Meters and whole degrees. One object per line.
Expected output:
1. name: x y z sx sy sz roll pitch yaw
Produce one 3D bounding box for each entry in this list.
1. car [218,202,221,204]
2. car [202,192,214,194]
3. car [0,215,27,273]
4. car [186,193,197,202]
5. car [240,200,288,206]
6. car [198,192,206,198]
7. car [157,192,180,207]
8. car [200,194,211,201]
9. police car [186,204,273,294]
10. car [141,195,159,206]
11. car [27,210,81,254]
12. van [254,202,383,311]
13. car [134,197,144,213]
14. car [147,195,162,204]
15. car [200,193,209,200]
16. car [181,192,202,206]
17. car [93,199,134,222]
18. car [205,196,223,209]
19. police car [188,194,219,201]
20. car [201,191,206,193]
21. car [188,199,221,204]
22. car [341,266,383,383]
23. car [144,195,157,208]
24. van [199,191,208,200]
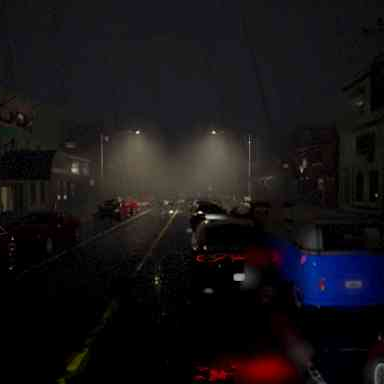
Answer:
1. car: 2.651 1.426 18.448 1.802 1.307 4.206 -1 0 0
2. car: 2.597 1.133 46.358 1.752 1.417 4.829 -1 0 0
3. car: -5.708 1.378 7.332 1.967 1.590 4.097 -1 0 0
4. car: -0.120 0.968 60.241 1.882 1.535 5.008 0 0 0
5. car: 2.660 1.205 12.898 2.192 1.841 5.009 -1 0 0
6. car: 2.518 0.803 85.195 1.752 1.417 4.829 -1 0 0
7. car: -3.121 1.128 43.141 2.128 1.511 4.902 0 0 0
8. car: 2.563 1.050 62.833 1.802 1.307 4.206 -1 0 0
9. police car: 0.883 1.351 8.735 1.930 1.638 5.238 0 0 0
10. car: -5.785 1.161 46.170 2.008 1.369 4.403 -1 0 0
11. car: -5.718 1.436 12.881 1.887 1.381 4.507 -1 0 0
12. van: 2.671 1.278 7.350 1.690 1.788 3.998 -1 0 0
13. car: -5.751 1.295 29.526 1.887 1.381 4.507 -1 0 0
14. car: -5.795 1.145 51.719 1.802 1.307 4.206 -1 0 0
15. car: 2.552 0.945 68.551 1.752 1.417 4.829 -1 0 0
16. car: -0.065 1.103 46.053 2.128 1.511 4.902 0 1 0
17. car: -5.741 1.237 23.976 1.967 1.590 4.097 -1 0 0
18. car: 2.607 1.222 40.641 1.947 1.339 4.313 -1 0 0
19. police car: 0.851 1.216 24.735 1.930 1.638 5.238 0 0 0
20. car: 2.583 0.878 51.735 2.192 1.841 5.009 -1 0 0
21. car: 0.863 1.347 18.625 1.837 1.490 4.892 0 0 0
22. car: 2.685 1.566 1.804 1.802 1.307 4.206 -1 0 0
23. car: -5.773 1.239 40.622 1.802 1.307 4.206 -1 0 0
24. van: 2.539 0.715 73.928 1.690 1.788 3.998 -1 0 0
